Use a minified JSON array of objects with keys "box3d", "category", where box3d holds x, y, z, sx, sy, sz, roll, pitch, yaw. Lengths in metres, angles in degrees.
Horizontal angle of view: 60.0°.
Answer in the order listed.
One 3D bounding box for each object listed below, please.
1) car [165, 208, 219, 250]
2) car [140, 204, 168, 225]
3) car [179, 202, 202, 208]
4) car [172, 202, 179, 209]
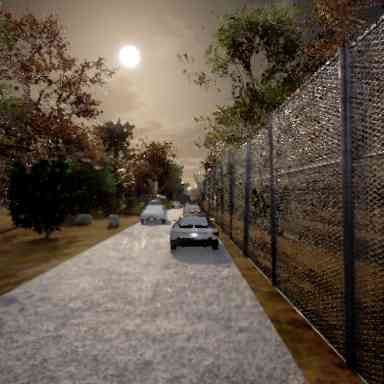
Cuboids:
[{"box3d":[0.081,1.625,14.685,1.994,1.385,4.181,0,0,0],"category":"car"},{"box3d":[-2.903,1.711,26.222,1.812,1.442,4.674,0,-1,0],"category":"car"},{"box3d":[0.016,1.839,33.151,2.033,1.411,5.357,0,-1,0],"category":"car"},{"box3d":[-3.089,2.685,67.625,2.128,1.511,4.902,0,-2,0],"category":"car"}]
